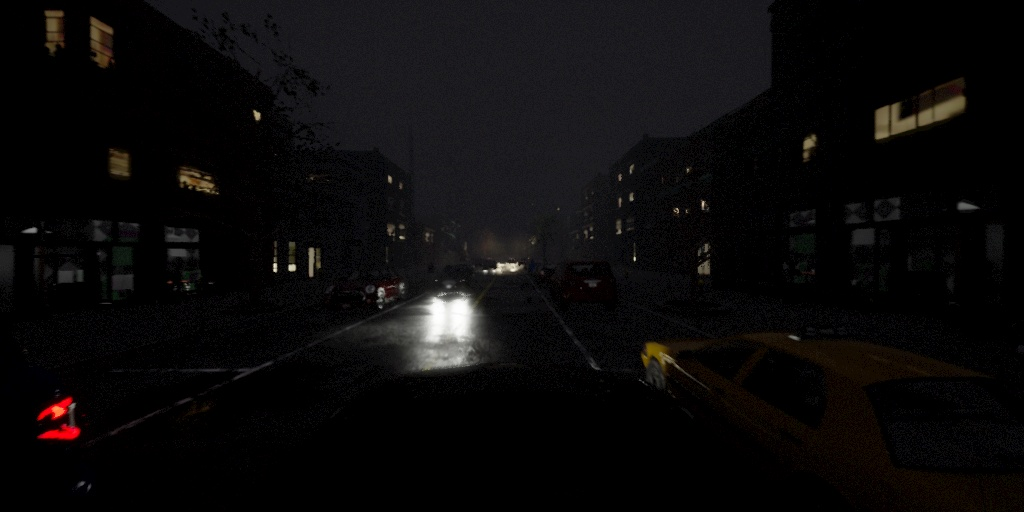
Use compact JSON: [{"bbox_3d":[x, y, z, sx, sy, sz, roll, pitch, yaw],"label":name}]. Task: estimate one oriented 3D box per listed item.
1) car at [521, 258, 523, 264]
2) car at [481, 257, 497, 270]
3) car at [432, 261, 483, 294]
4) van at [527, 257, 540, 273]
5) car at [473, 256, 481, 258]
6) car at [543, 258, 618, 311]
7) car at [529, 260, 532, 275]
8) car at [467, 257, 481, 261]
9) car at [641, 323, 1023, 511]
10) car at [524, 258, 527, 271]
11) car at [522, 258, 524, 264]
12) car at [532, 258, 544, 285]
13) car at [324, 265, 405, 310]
[{"bbox_3d":[2.670,1.258,53.118,1.802,1.307,4.207,0,0,0],"label":"car"},{"bbox_3d":[-3.091,1.226,51.554,2.033,1.411,5.357,0,0,0],"label":"car"},{"bbox_3d":[-3.059,1.217,19.837,2.128,1.511,4.902,0,0,0],"label":"car"},{"bbox_3d":[2.678,1.041,36.473,1.690,1.789,3.998,0,0,0],"label":"van"},{"bbox_3d":[-5.713,0.983,58.661,2.192,1.841,5.009,0,0,0],"label":"car"},{"bbox_3d":[2.688,1.047,14.280,2.192,1.841,5.009,0,0,0],"label":"car"},{"bbox_3d":[2.681,1.290,30.925,1.802,1.307,4.207,0,0,0],"label":"car"},{"bbox_3d":[-5.708,1.235,47.564,2.007,1.370,4.403,0,0,0],"label":"car"},{"bbox_3d":[2.694,1.273,3.353,1.751,1.417,4.829,0,0,0],"label":"car"},{"bbox_3d":[2.675,1.237,42.022,1.888,1.381,4.507,0,0,0],"label":"car"},{"bbox_3d":[2.672,1.266,47.570,1.802,1.307,4.207,0,0,0],"label":"car"},{"bbox_3d":[2.683,1.156,25.376,1.967,1.591,4.097,0,0,0],"label":"car"},{"bbox_3d":[-5.692,1.172,14.273,1.967,1.591,4.097,0,0,0],"label":"car"}]
